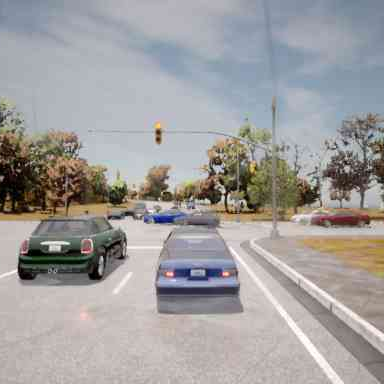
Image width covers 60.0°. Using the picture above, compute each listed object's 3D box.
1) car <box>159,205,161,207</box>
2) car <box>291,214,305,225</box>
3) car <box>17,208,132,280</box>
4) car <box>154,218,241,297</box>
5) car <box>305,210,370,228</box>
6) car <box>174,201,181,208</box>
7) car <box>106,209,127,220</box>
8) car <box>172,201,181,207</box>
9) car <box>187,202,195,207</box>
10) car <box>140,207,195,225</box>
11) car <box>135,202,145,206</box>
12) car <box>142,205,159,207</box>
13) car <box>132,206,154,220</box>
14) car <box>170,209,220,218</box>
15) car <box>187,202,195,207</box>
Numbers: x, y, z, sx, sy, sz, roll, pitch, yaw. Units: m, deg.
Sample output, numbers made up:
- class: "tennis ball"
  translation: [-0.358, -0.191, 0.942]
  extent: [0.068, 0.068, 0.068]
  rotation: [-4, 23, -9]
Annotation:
- class: "car"
  translation: [-7.214, 3.471, 67.951]
  extent: [1.837, 1.490, 4.892]
  rotation: [0, 0, 0]
- class: "car"
  translation: [12.281, 2.565, 33.104]
  extent: [4.674, 1.442, 1.812]
  rotation: [0, -3, -2]
- class: "car"
  translation: [-3.447, 1.483, 10.487]
  extent: [2.097, 1.767, 4.553]
  rotation: [0, -1, 0]
- class: "car"
  translation: [0.066, 1.643, 8.873]
  extent: [2.033, 1.411, 5.357]
  rotation: [0, -1, -1]
- class: "car"
  translation: [13.178, 2.357, 29.633]
  extent: [5.008, 1.535, 1.882]
  rotation: [0, -3, -2]
- class: "car"
  translation: [-3.854, 3.227, 87.839]
  extent: [1.837, 1.490, 4.892]
  rotation: [0, 0, -4]
- class: "car"
  translation: [-10.773, 3.197, 47.571]
  extent: [2.033, 1.411, 5.357]
  rotation: [0, -2, -3]
- class: "car"
  translation: [-3.731, 3.519, 77.806]
  extent: [1.895, 1.301, 4.718]
  rotation: [0, 0, 0]
- class: "car"
  translation: [-0.230, 3.448, 77.751]
  extent: [1.812, 1.442, 4.674]
  rotation: [0, 0, 0]
- class: "car"
  translation: [-2.292, 2.518, 33.092]
  extent: [5.008, 1.535, 1.882]
  rotation: [0, -3, 2]
- class: "car"
  translation: [-10.704, 3.187, 68.206]
  extent: [2.150, 2.045, 5.566]
  rotation: [0, 0, 0]
- class: "car"
  translation: [-7.251, 3.418, 57.660]
  extent: [1.812, 1.442, 4.674]
  rotation: [0, -1, 0]
- class: "car"
  translation: [-7.232, 3.146, 47.769]
  extent: [2.128, 1.511, 4.902]
  rotation: [0, -2, 1]
- class: "car"
  translation: [0.454, 2.441, 29.520]
  extent: [4.181, 1.385, 1.994]
  rotation: [0, -3, 1]
- class: "car"
  translation: [-0.355, 3.283, 87.934]
  extent: [1.994, 1.385, 4.181]
  rotation: [0, 0, -4]
